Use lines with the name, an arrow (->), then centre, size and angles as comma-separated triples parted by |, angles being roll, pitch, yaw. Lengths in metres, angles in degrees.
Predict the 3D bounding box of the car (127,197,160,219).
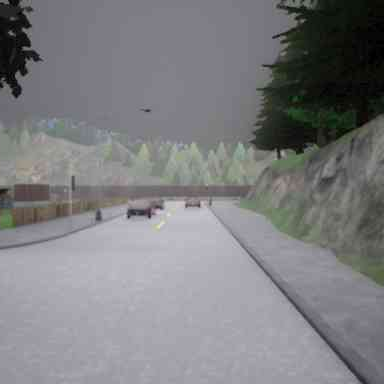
car -> -4.096, 1.285, 27.544 | 1.882, 1.535, 5.008 | 0, 0, 0

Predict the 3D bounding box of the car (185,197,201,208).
car -> 0.101, 1.273, 41.517 | 1.994, 1.385, 4.181 | 0, 0, 0

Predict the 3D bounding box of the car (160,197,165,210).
car -> -4.092, 1.283, 37.803 | 2.033, 1.411, 5.357 | 0, 0, 0
